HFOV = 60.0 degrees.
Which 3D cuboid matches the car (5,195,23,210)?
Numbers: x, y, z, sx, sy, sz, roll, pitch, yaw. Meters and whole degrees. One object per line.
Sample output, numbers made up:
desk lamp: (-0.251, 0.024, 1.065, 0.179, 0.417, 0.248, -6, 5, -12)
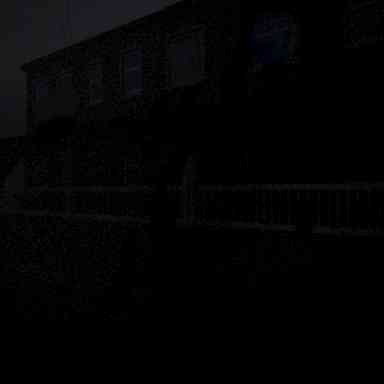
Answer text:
car: (-15.397, 1.057, 27.943, 1.994, 1.385, 4.181, 0, 14, 34)
